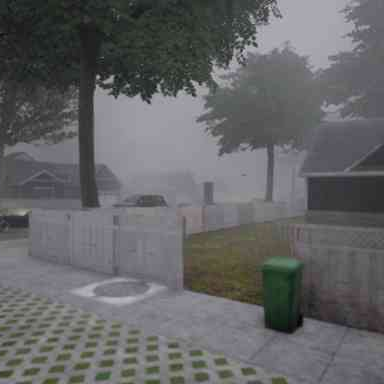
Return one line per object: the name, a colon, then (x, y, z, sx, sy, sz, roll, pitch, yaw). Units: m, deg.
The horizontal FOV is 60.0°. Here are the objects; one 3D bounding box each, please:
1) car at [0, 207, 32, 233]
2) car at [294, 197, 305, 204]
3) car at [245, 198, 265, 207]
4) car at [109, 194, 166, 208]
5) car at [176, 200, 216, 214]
car: (-10.078, 1.568, 20.004, 1.895, 1.301, 4.718, 1, 0, 35)
car: (18.146, 1.678, 55.345, 1.837, 1.490, 4.892, 1, 0, 35)
car: (9.143, 1.586, 47.439, 2.128, 1.511, 4.902, 1, 0, 35)
car: (-4.442, 1.225, 28.055, 2.150, 2.045, 5.566, 1, 0, 35)
car: (-0.060, 1.621, 29.213, 1.994, 1.385, 4.181, 1, 0, 35)
